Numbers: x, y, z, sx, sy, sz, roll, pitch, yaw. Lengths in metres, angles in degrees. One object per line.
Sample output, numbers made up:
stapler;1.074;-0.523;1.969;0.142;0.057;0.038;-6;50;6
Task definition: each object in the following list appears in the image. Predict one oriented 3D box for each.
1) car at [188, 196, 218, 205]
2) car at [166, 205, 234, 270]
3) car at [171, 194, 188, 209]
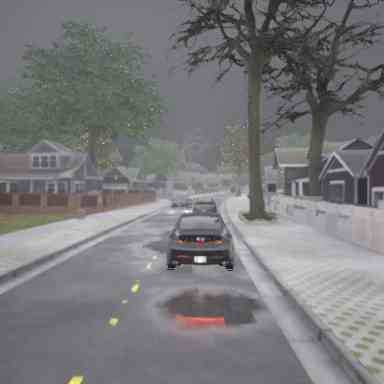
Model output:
car;1.092;1.154;27.197;2.128;1.511;4.902;0;1;4
car;0.277;1.384;10.624;1.837;1.490;4.892;0;1;2
car;-1.132;1.039;36.110;1.837;1.490;4.892;0;1;5
